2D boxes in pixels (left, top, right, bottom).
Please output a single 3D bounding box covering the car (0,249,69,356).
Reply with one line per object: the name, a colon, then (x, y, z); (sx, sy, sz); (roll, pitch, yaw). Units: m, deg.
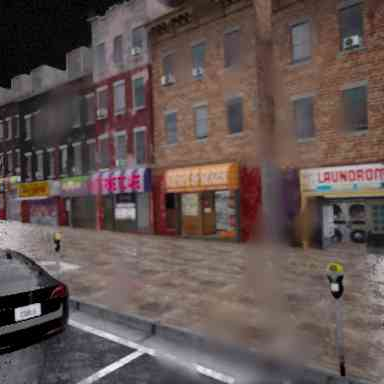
car: (-3.840, 1.627, 5.576); (4.313, 1.339, 1.947); (-1, -2, 36)
